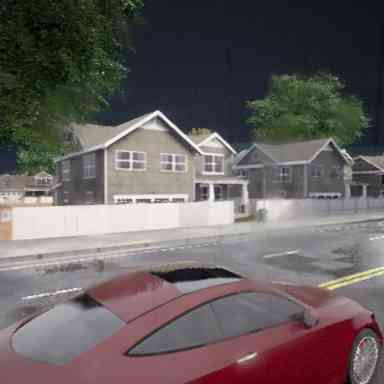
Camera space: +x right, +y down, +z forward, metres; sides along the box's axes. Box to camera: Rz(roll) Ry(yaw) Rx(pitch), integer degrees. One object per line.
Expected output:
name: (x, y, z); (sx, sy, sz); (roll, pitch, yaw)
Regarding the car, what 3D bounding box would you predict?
car: (0.168, 1.518, 3.559); (4.674, 1.442, 1.812); (0, 0, -36)
